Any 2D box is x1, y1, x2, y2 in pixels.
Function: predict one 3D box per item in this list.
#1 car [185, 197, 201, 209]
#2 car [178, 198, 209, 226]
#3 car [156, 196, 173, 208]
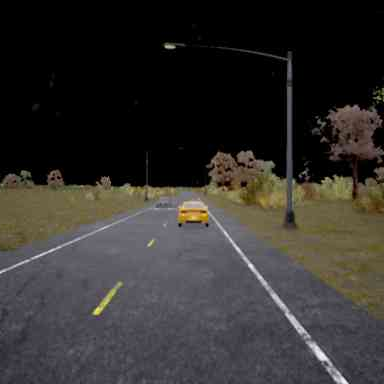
[{"bbox_3d":[0.104,1.389,41.802,1.895,1.301,4.718,0,0,0],"label":"car"},{"bbox_3d":[0.102,1.368,22.476,1.882,1.535,5.008,0,1,0],"label":"car"},{"bbox_3d":[-3.575,1.281,43.690,1.837,1.490,4.892,0,1,0],"label":"car"}]
